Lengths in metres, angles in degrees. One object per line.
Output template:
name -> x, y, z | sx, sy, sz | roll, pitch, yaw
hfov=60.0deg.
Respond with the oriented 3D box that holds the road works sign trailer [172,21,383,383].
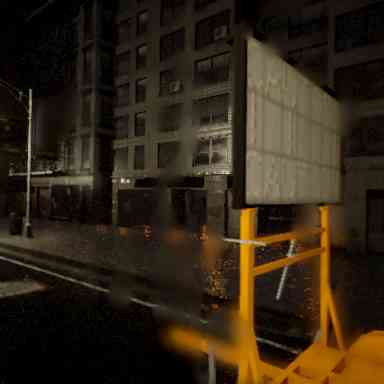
road works sign trailer -> 0.890, 0.539, 3.386 | 2.880, 3.560, 2.380 | 0, -1, 40
